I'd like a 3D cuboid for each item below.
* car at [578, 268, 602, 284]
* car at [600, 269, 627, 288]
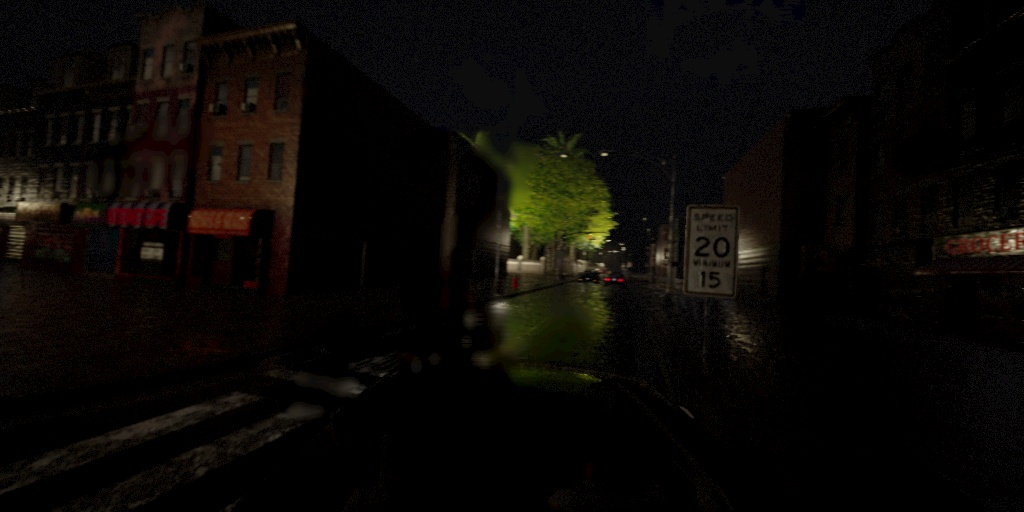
[{"bbox_3d":[8.402,2.230,38.739,1.994,1.385,4.181,3,-1,18],"label":"car"},{"bbox_3d":[10.055,2.264,34.874,2.033,1.411,5.357,3,-1,19],"label":"car"}]
